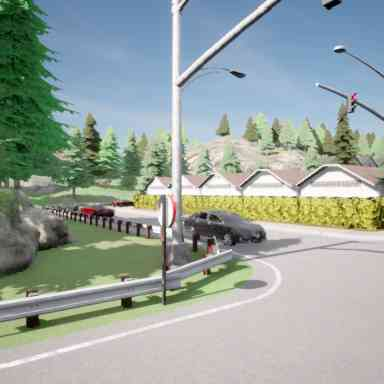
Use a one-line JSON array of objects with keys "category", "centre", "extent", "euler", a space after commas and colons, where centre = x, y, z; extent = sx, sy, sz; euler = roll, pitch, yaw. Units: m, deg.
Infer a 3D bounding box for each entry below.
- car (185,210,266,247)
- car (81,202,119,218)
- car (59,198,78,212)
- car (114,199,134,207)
[{"category": "car", "centre": [1.510, 1.696, 16.551], "extent": [1.837, 1.490, 4.892], "euler": [0, 0, -35]}, {"category": "car", "centre": [-8.933, 1.793, 31.466], "extent": [1.895, 1.301, 4.718], "euler": [0, 0, -35]}, {"category": "car", "centre": [-15.581, 1.539, 42.039], "extent": [2.097, 1.767, 4.553], "euler": [0, 0, -19]}, {"category": "car", "centre": [-10.958, 1.777, 53.332], "extent": [1.895, 1.301, 4.718], "euler": [0, 0, 33]}]
